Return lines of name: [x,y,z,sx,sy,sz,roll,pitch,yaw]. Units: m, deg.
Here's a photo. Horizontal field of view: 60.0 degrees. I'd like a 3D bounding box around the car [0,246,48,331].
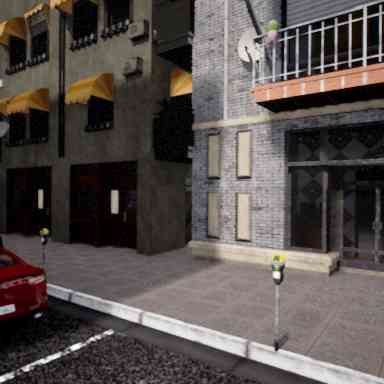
car: [-4.461,1.548,6.052,4.507,1.381,1.887,0,1,36]
